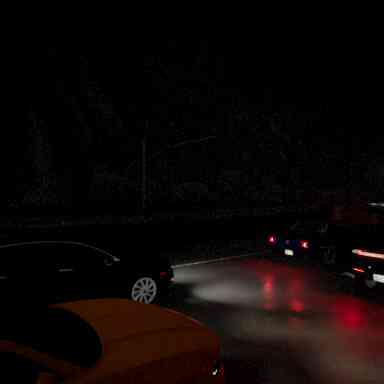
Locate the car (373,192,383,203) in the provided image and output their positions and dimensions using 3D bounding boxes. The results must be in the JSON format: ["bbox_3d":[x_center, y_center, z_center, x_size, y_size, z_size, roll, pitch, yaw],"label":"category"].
[{"bbox_3d":[34.923,0.953,60.121,5.566,2.045,2.150,0,0,-36],"label":"car"}]

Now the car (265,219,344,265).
[{"bbox_3d":[4.818,1.590,11.652,4.718,1.301,1.895,0,0,-36],"label":"car"}]

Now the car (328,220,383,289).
[{"bbox_3d":[5.678,1.483,7.946,4.902,1.511,2.128,0,0,-36],"label":"car"}]

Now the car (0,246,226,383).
[{"bbox_3d":[-1.969,1.477,2.320,5.008,1.535,1.882,0,0,-36],"label":"car"}]

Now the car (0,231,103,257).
[{"bbox_3d":[-2.620,1.504,6.176,4.892,1.490,1.837,0,0,-36],"label":"car"}]

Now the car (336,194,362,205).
[{"bbox_3d":[24.944,1.151,52.844,4.553,1.767,2.097,-1,0,-36],"label":"car"}]
